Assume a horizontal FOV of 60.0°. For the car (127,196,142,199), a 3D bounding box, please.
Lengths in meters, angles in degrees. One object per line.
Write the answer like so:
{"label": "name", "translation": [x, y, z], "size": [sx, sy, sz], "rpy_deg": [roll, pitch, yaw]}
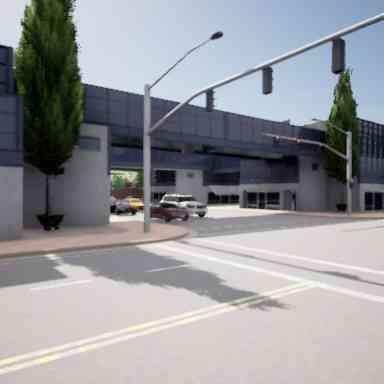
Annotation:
{"label": "car", "translation": [-6.798, 1.535, 39.069], "size": [1.882, 1.535, 5.008], "rpy_deg": [0, 0, -36]}

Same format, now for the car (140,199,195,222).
{"label": "car", "translation": [-2.081, 1.570, 26.762], "size": [1.812, 1.442, 4.674], "rpy_deg": [0, 0, -36]}

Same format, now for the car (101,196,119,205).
{"label": "car", "translation": [-15.727, 1.608, 63.404], "size": [1.812, 1.442, 4.674], "rpy_deg": [0, 0, -35]}

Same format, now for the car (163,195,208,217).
{"label": "car", "translation": [-0.873, 1.277, 31.018], "size": [2.150, 2.045, 5.566], "rpy_deg": [0, 0, -36]}

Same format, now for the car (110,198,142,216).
{"label": "car", "translation": [-7.272, 1.610, 33.785], "size": [1.994, 1.385, 4.181], "rpy_deg": [0, 0, -38]}

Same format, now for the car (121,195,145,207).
{"label": "car", "translation": [-9.924, 1.432, 55.449], "size": [2.097, 1.767, 4.553], "rpy_deg": [0, 0, -36]}
